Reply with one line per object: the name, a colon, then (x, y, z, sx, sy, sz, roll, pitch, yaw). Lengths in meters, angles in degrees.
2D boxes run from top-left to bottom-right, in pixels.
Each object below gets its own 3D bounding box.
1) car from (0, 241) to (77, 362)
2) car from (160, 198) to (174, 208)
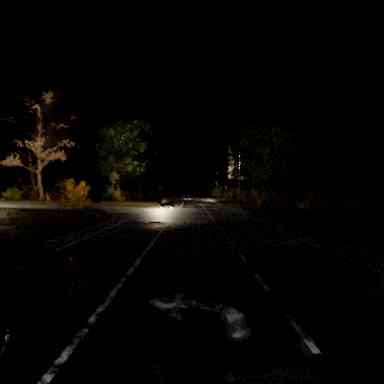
car: (-3.502, 1.567, 5.578, 1.994, 1.385, 4.181, 0, 0, 0)
car: (-3.544, 1.538, 48.279, 2.033, 1.411, 5.357, 0, -2, 0)
